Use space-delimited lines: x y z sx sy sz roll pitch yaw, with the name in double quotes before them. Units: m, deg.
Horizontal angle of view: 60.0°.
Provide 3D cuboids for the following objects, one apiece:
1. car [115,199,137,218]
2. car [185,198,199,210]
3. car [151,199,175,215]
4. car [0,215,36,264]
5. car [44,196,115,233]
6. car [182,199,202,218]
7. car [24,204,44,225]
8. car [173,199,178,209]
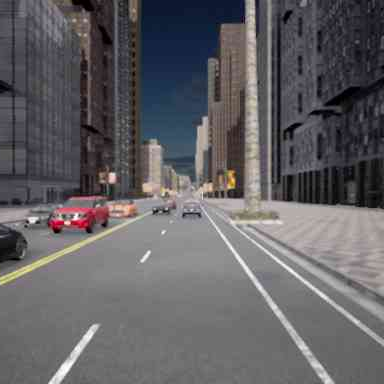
"car" -6.569 1.482 31.750 2.097 1.767 4.553 0 0 0
"car" 0.006 1.685 46.457 1.882 1.535 5.008 0 0 1
"car" -3.181 1.751 35.815 1.895 1.301 4.718 0 0 0
"car" -6.611 1.598 9.724 1.994 1.385 4.181 0 0 0
"car" -6.606 1.298 20.368 2.150 2.045 5.566 0 0 0
"car" -0.022 1.680 32.218 2.033 1.411 5.357 0 0 0
"car" -9.854 1.579 23.029 2.128 1.511 4.902 0 0 0
"car" -3.184 1.738 47.596 1.812 1.442 4.674 0 0 0
